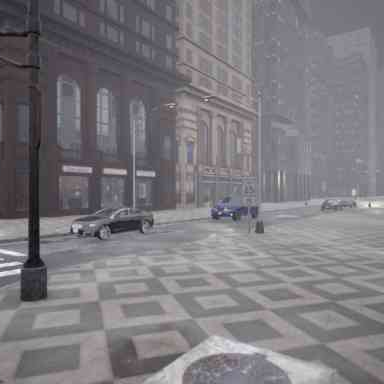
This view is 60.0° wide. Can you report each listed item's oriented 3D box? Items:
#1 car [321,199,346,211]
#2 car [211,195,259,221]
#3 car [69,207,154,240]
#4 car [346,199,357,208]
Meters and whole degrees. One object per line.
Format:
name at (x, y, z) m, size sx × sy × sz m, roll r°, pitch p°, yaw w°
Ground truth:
car at (17.858, 1.656, 42.502) m, size 1.812 × 1.442 × 4.674 m, roll 0°, pitch 0°, yaw 36°
car at (3.783, 1.300, 28.326) m, size 2.150 × 2.045 × 5.566 m, roll 0°, pitch 0°, yaw 36°
car at (-4.024, 1.533, 17.434) m, size 2.128 × 1.511 × 4.902 m, roll 0°, pitch 0°, yaw 34°
car at (23.760, 1.703, 50.747) m, size 2.033 × 1.411 × 5.357 m, roll 0°, pitch 0°, yaw 36°
